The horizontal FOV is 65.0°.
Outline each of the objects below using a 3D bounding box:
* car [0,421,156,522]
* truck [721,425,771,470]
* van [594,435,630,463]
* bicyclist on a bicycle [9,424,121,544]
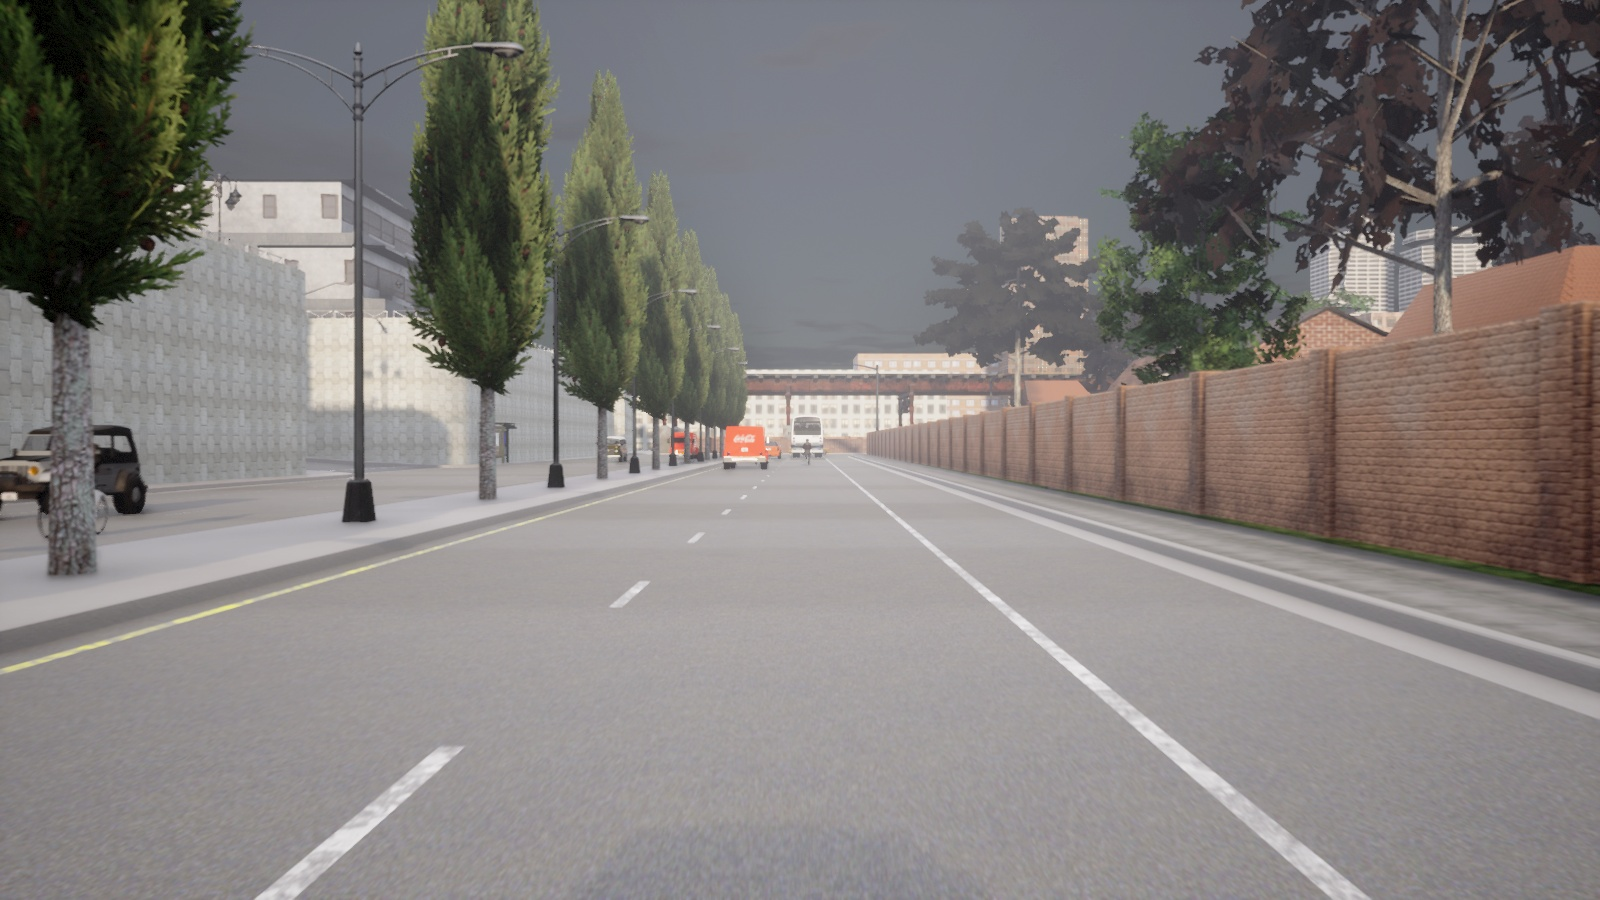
[{"bbox_3d":[-14.842,0.389,25.144,1.905,1.878,3.866,0,0,0],"label":"car"},{"bbox_3d":[-3.071,-0.152,72.619,2.627,2.467,5.204,0,0,0],"label":"truck"},{"bbox_3d":[-14.435,-0.086,96.613,2.069,2.038,4.480,0,0,0],"label":"van"},{"bbox_3d":[-11.374,0.498,19.508,0.659,1.776,1.843,0,0,0],"label":"bicyclist on a bicycle"}]
